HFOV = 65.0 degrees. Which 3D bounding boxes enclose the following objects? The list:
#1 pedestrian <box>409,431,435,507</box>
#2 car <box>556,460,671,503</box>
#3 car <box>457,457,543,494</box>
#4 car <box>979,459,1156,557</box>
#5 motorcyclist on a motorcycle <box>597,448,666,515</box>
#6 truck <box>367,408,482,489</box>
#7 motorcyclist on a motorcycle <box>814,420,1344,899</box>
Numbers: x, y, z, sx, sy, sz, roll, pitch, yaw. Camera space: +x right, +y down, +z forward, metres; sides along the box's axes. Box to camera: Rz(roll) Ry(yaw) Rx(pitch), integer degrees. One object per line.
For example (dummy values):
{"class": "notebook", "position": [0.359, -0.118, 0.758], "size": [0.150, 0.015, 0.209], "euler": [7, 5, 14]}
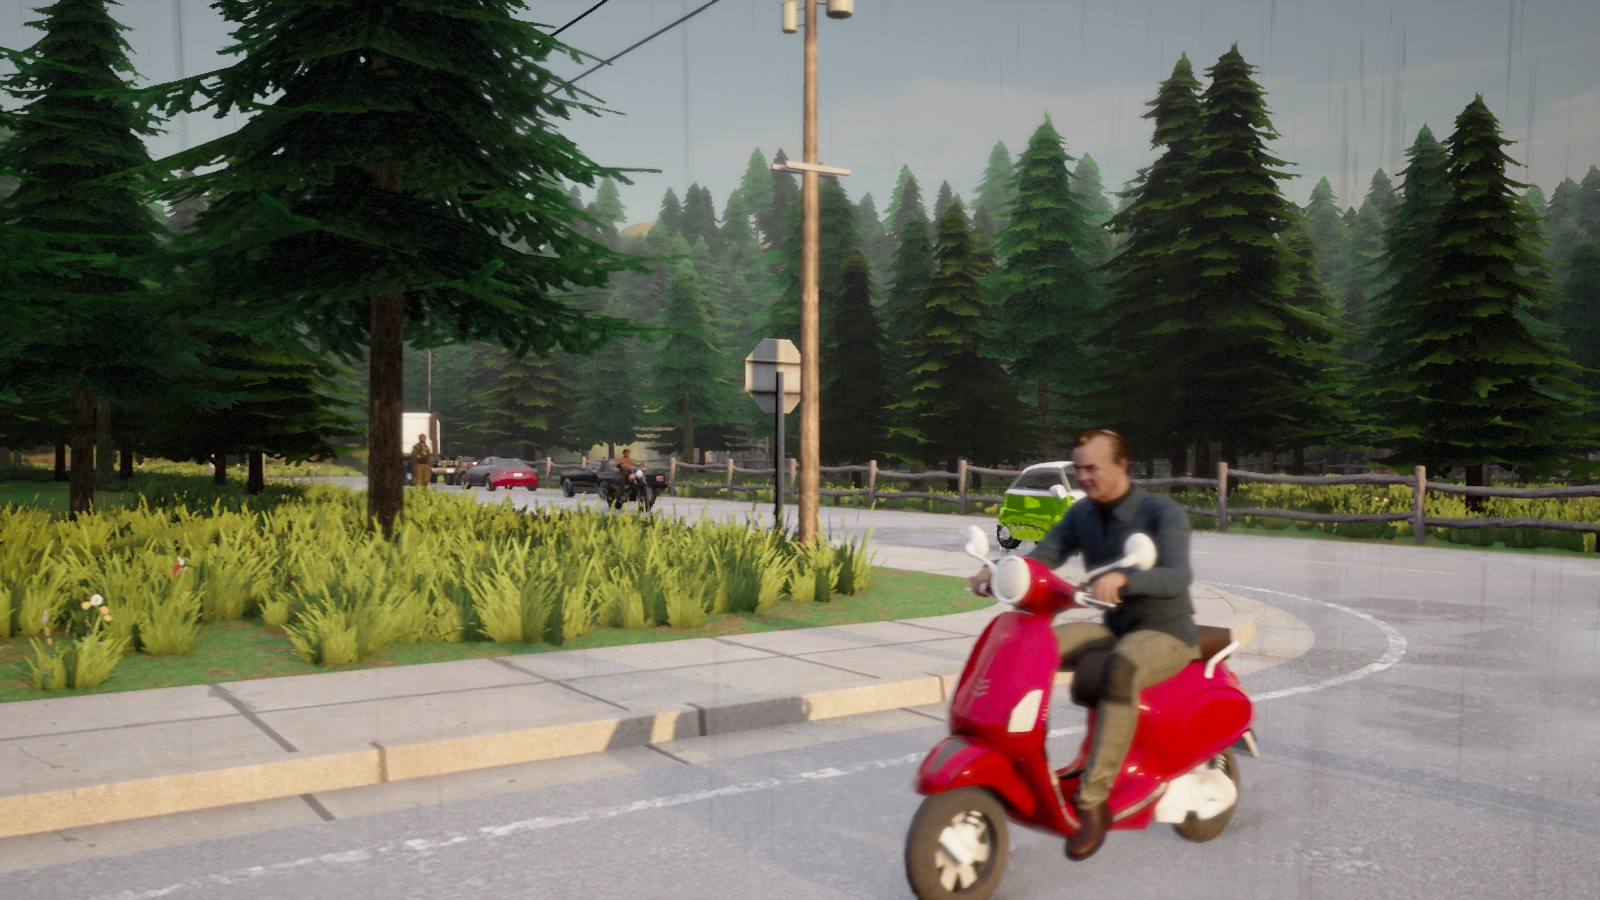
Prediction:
{"class": "pedestrian", "position": [-9.714, 0.492, 32.256], "size": [0.395, 1.930, 0.692], "euler": [0, 0, -42]}
{"class": "car", "position": [-6.167, 0.972, 41.039], "size": [1.895, 1.301, 4.718], "euler": [0, 0, -34]}
{"class": "car", "position": [-11.892, 0.969, 49.643], "size": [1.994, 1.385, 4.181], "euler": [0, 0, -34]}
{"class": "car", "position": [4.007, 0.833, 18.981], "size": [1.481, 1.376, 2.207], "euler": [0, -1, -32]}
{"class": "motorcyclist on a motorcycle", "position": [-4.312, 0.784, 31.987], "size": [0.766, 1.649, 2.350], "euler": [0, 0, -34]}
{"class": "truck", "position": [-17.440, -0.044, 57.972], "size": [2.891, 3.462, 7.936], "euler": [0, 0, -34]}
{"class": "motorcyclist on a motorcycle", "position": [1.036, 0.714, 4.472], "size": [1.817, 1.590, 0.866], "euler": [0, -1, -37]}
